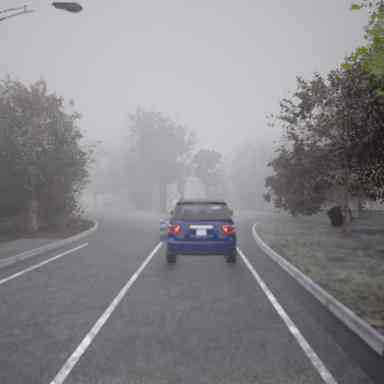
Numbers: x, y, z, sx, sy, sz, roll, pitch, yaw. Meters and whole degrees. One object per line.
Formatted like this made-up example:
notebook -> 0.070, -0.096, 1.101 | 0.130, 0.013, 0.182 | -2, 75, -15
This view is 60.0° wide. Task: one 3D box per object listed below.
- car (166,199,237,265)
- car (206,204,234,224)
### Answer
car -> 0.337, 1.244, 11.979 | 2.150, 2.045, 5.566 | 0, 0, 2
car -> 2.571, 1.864, 29.279 | 1.837, 1.490, 4.892 | -1, -2, 13
